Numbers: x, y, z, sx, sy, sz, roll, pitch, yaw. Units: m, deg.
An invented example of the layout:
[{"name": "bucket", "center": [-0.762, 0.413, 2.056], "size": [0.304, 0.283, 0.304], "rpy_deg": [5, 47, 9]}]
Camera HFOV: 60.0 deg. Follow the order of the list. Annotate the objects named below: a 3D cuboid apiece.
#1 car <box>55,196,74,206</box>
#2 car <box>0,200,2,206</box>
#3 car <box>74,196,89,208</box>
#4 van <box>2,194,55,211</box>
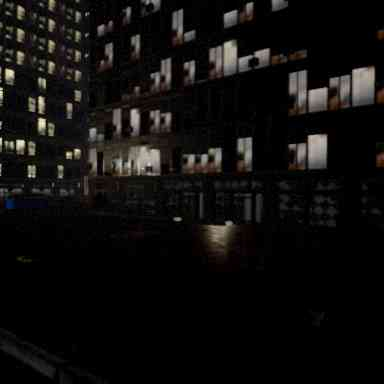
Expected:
[{"name": "car", "center": [-17.932, 1.235, 45.454], "size": [1.802, 1.307, 4.206], "rpy_deg": [1, 0, 38]}, {"name": "car", "center": [-24.040, 1.168, 37.732], "size": [1.752, 1.417, 4.829], "rpy_deg": [1, 0, 38]}, {"name": "car", "center": [-11.687, 1.171, 40.646], "size": [1.967, 1.590, 4.097], "rpy_deg": [1, 0, 38]}, {"name": "van", "center": [-16.650, 1.065, 34.017], "size": [1.690, 1.788, 3.998], "rpy_deg": [1, 0, 38]}]
